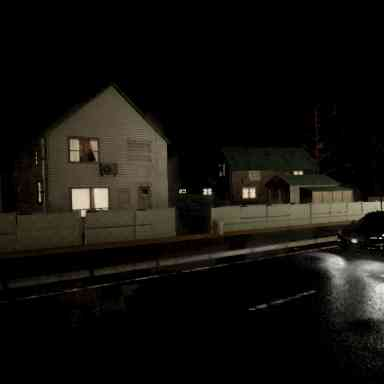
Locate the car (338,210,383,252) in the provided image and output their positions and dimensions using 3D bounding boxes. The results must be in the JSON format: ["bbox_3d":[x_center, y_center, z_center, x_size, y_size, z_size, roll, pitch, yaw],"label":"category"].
[{"bbox_3d":[7.698,1.503,13.082,4.892,1.490,1.837,1,0,-35],"label":"car"}]
